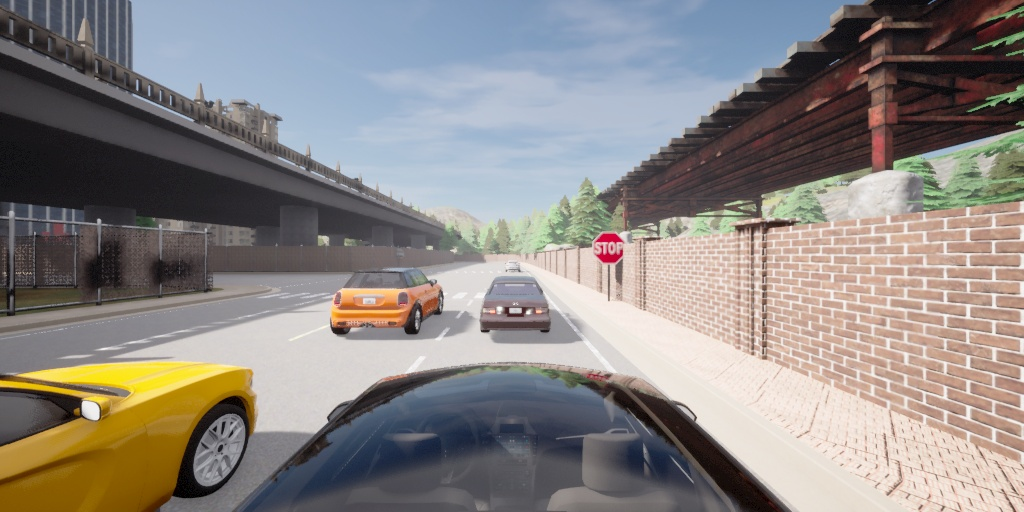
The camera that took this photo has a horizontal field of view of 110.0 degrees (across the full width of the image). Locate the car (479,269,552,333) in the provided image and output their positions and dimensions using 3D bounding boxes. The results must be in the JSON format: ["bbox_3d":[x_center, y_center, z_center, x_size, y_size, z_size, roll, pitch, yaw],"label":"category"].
[{"bbox_3d":[0.081,1.297,10.732,2.033,1.411,5.357,0,0,0],"label":"car"}]

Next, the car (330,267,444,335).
[{"bbox_3d":[-3.421,1.102,10.711,2.097,1.767,4.553,0,0,0],"label":"car"}]

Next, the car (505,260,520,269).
[{"bbox_3d":[0.098,1.276,45.525,1.812,1.442,4.674,0,0,-1],"label":"car"}]

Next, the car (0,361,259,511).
[{"bbox_3d":[-3.399,1.228,1.454,1.882,1.535,5.008,0,0,0],"label":"car"}]
